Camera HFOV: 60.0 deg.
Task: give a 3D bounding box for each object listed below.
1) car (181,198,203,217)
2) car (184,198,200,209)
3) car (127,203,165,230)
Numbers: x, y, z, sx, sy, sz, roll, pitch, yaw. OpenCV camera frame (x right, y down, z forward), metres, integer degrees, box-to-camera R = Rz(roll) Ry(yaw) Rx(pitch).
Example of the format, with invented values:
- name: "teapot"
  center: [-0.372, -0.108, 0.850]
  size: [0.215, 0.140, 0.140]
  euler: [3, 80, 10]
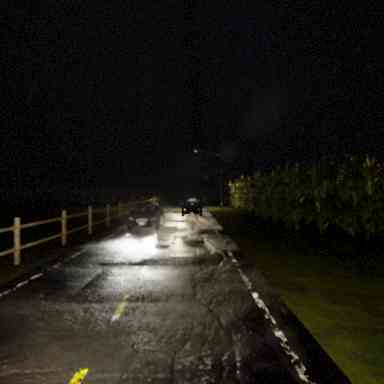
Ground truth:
- name: "car"
  center: [0.015, 1.556, 31.127]
  size: [1.895, 1.301, 4.718]
  euler: [0, 0, 0]
- name: "car"
  center: [0.052, 1.493, 44.761]
  size: [1.994, 1.385, 4.181]
  euler: [0, 0, 0]
- name: "car"
  center: [-2.748, 1.471, 20.645]
  size: [2.128, 1.511, 4.902]
  euler: [0, 0, 0]
